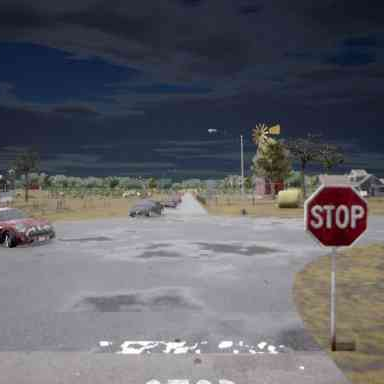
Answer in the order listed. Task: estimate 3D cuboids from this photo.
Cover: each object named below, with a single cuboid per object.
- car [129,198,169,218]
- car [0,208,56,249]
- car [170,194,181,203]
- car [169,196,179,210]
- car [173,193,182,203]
[{"bbox_3d":[-3.983,1.505,29.980,1.837,1.490,4.892,1,0,15],"label":"car"},{"bbox_3d":[-8.738,1.554,15.840,4.553,1.767,2.097,-1,2,25],"label":"car"},{"bbox_3d":[-3.199,1.527,55.541,1.837,1.490,4.892,0,0,-1],"label":"car"},{"bbox_3d":[-3.121,1.574,43.562,1.994,1.385,4.181,0,0,0],"label":"car"},{"bbox_3d":[-3.261,1.275,69.134,2.150,2.045,5.566,0,0,-1],"label":"car"}]
